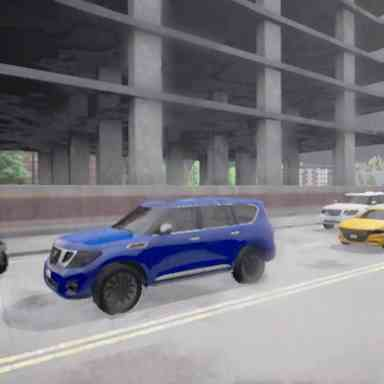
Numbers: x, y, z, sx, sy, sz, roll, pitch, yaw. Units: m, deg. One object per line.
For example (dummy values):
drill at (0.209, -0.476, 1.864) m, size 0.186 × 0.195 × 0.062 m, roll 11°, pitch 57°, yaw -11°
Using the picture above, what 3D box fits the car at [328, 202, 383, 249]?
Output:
car at (8.016, 1.338, 13.610) m, size 5.008 × 1.535 × 1.882 m, roll -1°, pitch 0°, yaw -34°

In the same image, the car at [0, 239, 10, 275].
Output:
car at (-6.717, 1.571, 7.896) m, size 4.181 × 1.385 × 1.994 m, roll -1°, pitch 0°, yaw -33°

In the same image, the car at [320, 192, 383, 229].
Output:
car at (9.692, 1.037, 18.965) m, size 5.566 × 2.045 × 2.150 m, roll -1°, pitch 0°, yaw -34°

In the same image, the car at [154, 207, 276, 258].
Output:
car at (1.020, 1.442, 13.101) m, size 4.674 × 1.442 × 1.812 m, roll -1°, pitch 0°, yaw -34°

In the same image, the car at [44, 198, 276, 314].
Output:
car at (-0.442, 1.181, 7.887) m, size 5.566 × 2.045 × 2.150 m, roll 0°, pitch 0°, yaw -34°
